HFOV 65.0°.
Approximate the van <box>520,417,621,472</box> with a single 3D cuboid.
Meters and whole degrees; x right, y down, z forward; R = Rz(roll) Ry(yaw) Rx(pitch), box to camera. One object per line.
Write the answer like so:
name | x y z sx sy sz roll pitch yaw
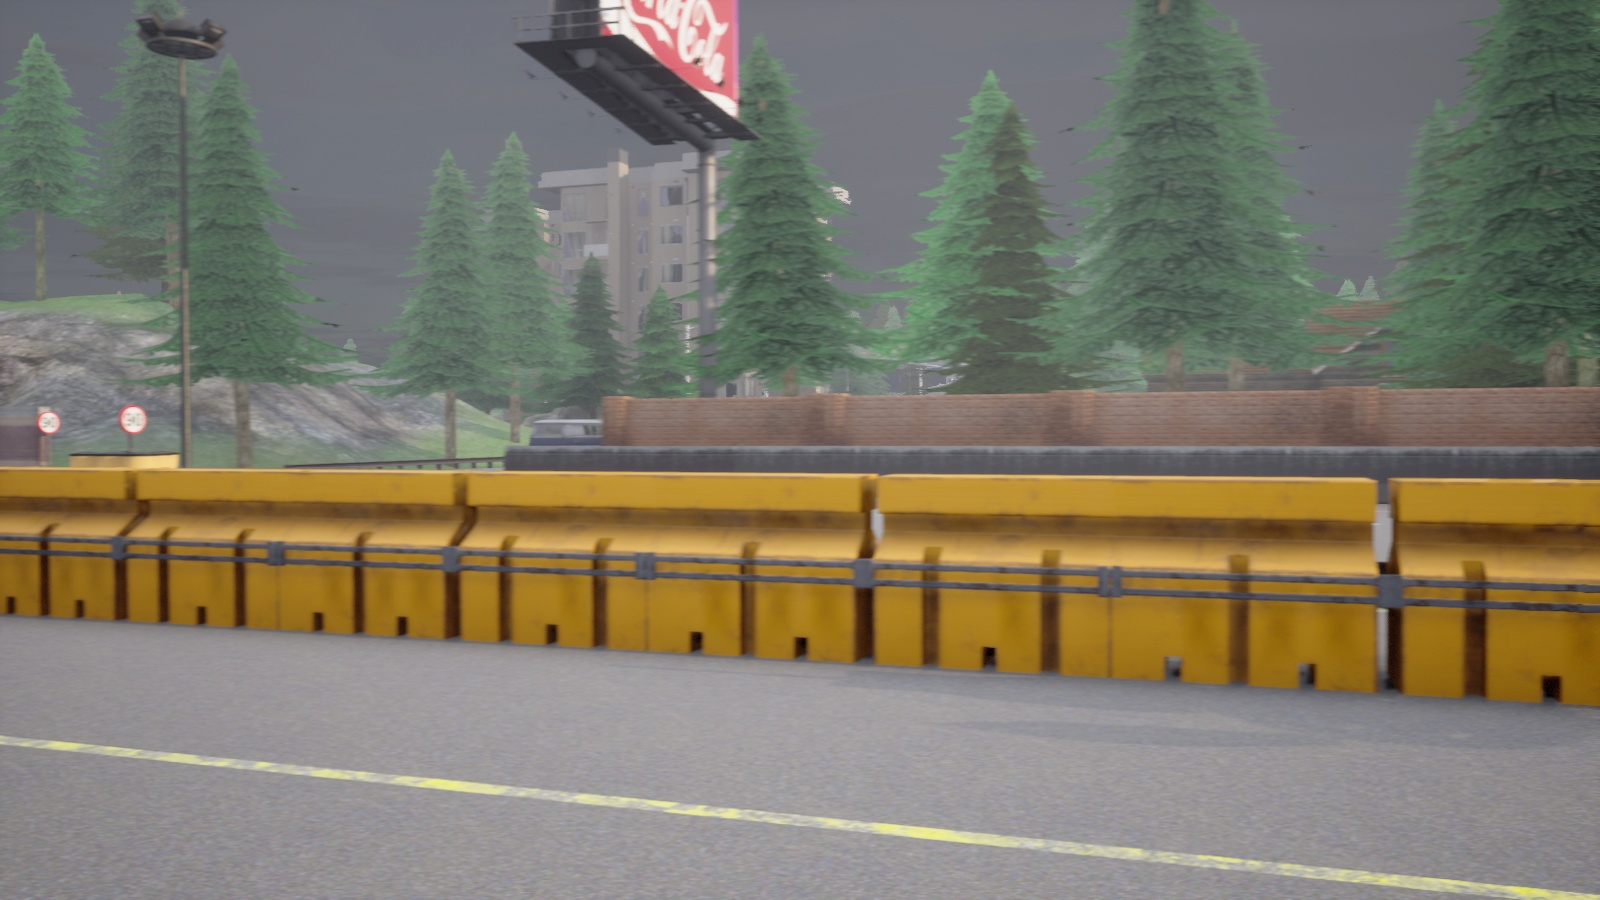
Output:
van | -8.567 -0.235 47.237 1.775 1.987 4.442 1 1 19
